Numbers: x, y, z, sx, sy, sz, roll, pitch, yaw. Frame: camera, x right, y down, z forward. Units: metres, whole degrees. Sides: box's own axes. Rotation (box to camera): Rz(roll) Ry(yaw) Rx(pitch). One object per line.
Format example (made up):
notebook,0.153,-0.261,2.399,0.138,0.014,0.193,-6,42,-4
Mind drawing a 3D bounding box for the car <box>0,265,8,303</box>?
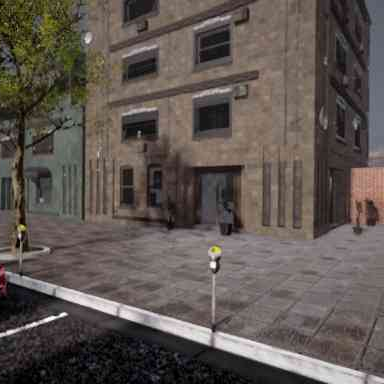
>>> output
car,-5.276,1.574,6.630,4.206,1.307,1.802,0,1,35
